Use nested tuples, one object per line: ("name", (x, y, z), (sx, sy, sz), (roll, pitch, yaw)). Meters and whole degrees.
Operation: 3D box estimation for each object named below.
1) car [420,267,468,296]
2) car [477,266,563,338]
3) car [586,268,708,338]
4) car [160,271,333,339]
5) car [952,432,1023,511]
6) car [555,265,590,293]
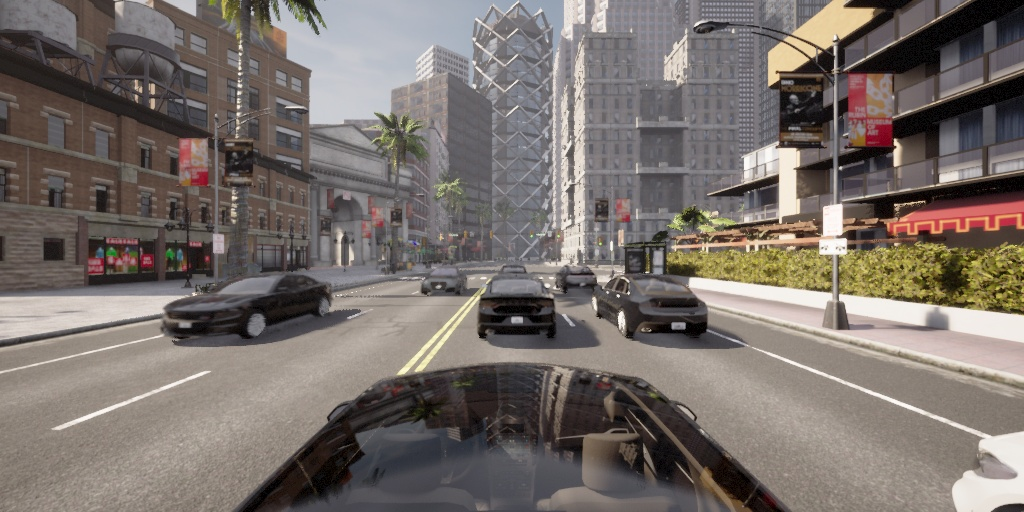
("car", (-3.549, 1.313, 19.393), (1.994, 1.385, 4.181), (0, 0, 1))
("car", (0.110, 1.227, 10.246), (1.882, 1.535, 5.008), (0, 0, 0))
("car", (3.609, 1.255, 10.201), (1.837, 1.490, 4.892), (0, 0, 0))
("car", (-7.091, 1.227, 10.283), (1.882, 1.535, 5.008), (0, 0, 0))
("car", (3.662, 1.276, 0.205), (1.812, 1.442, 4.674), (0, 0, -1))
("car", (3.605, 1.241, 20.715), (2.128, 1.511, 4.902), (0, 0, 0))
